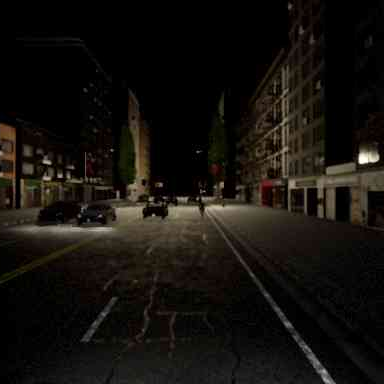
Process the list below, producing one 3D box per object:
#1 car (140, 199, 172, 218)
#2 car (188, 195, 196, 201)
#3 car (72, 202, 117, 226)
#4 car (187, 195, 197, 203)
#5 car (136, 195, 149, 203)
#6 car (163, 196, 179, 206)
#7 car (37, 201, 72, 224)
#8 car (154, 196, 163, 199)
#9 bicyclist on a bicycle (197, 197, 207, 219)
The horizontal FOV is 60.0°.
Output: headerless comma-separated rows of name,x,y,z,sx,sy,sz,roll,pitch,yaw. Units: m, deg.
car,-3.145,1.584,29.501,1.895,1.301,4.718,0,0,0
car,0.011,1.453,80.950,1.812,1.442,4.674,0,0,0
car,-6.593,1.513,23.520,1.812,1.442,4.674,0,0,0
car,0.014,1.443,69.687,1.837,1.490,4.892,0,0,0
car,-9.748,1.308,66.180,2.097,1.767,4.553,0,0,0
car,-3.141,1.467,52.628,1.837,1.490,4.892,0,0,0
car,-9.842,1.464,25.130,1.882,1.535,5.008,0,0,0
car,-6.499,1.501,65.044,1.994,1.385,4.181,0,0,0
bicyclist on a bicycle,0.870,1.421,28.294,0.866,1.612,1.509,0,0,0
